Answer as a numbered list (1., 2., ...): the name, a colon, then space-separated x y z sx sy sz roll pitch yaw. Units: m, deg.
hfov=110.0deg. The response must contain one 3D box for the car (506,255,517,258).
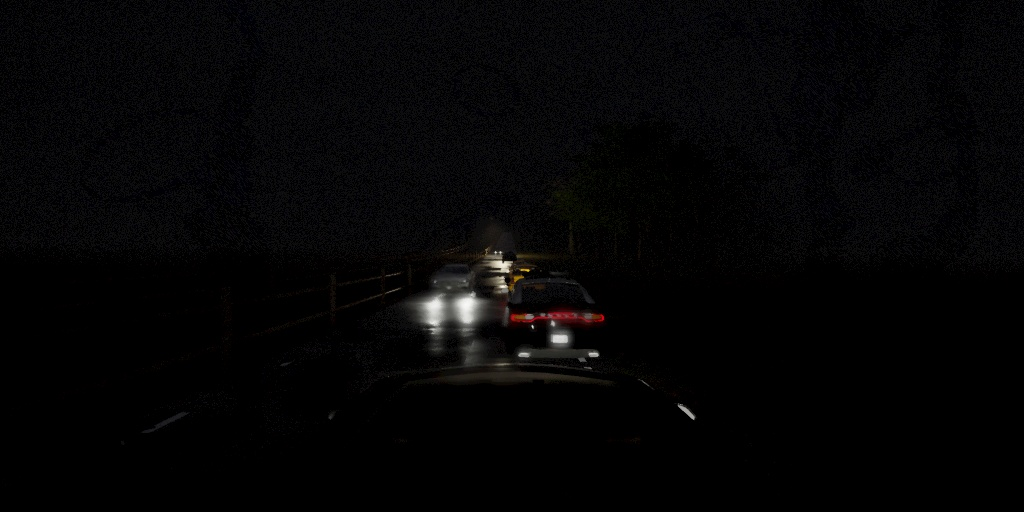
1. car: 0.637 0.969 24.574 1.801 1.575 5.366 0 1 0

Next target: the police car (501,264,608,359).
1. police car: 0.775 1.149 8.499 1.930 1.638 5.238 0 0 0

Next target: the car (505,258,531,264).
1. car: 0.688 1.072 18.576 1.801 1.575 5.366 0 1 0

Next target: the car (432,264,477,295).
1. car: -2.889 1.140 18.693 1.812 1.442 4.674 0 1 0

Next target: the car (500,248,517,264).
1. car: -0.355 0.112 51.823 2.097 1.767 4.553 0 2 0
